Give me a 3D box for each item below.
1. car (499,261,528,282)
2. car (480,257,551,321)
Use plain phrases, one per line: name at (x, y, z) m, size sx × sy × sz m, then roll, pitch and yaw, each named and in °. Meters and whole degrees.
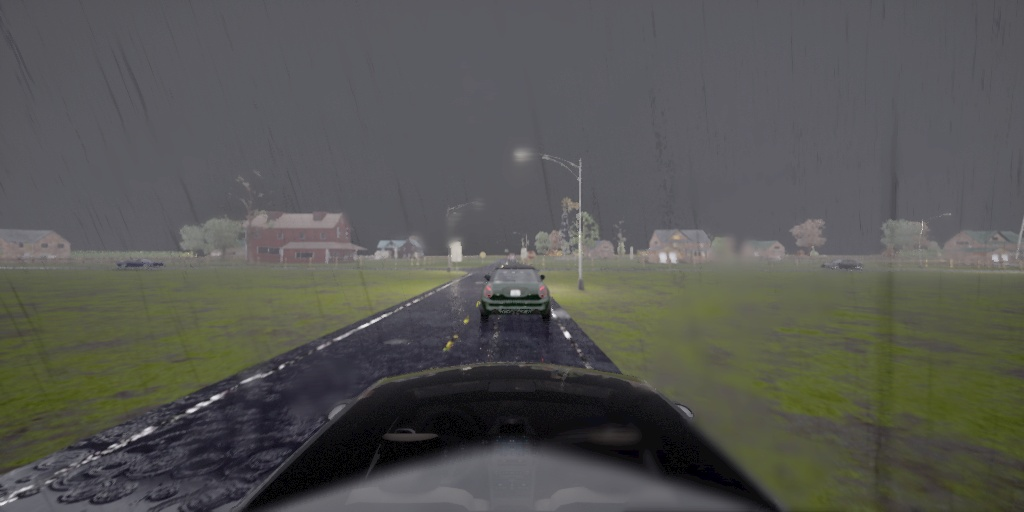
car at (0.105, 1.157, 28.089) m, size 2.033 × 1.411 × 5.357 m, roll 0°, pitch 0°, yaw 0°
car at (0.101, 1.049, 12.380) m, size 2.097 × 1.767 × 4.553 m, roll 0°, pitch 1°, yaw 0°
